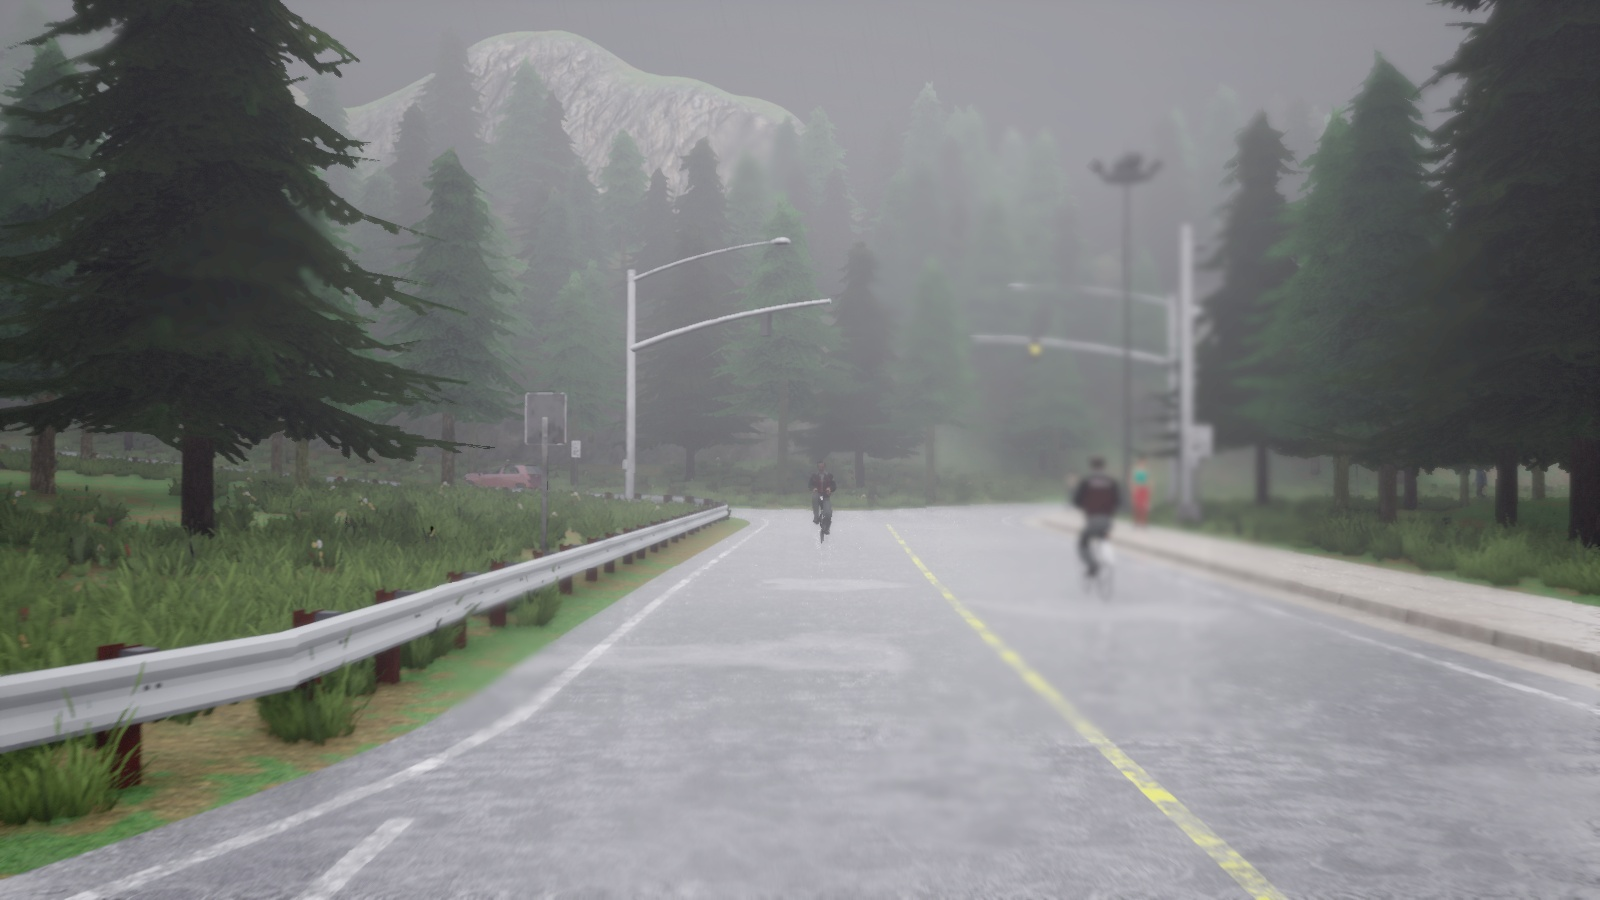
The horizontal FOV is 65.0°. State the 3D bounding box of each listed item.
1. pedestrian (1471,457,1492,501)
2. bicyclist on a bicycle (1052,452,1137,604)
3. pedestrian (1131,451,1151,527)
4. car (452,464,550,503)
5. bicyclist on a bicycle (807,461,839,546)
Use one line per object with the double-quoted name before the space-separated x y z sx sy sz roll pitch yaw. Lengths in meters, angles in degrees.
"pedestrian" 30.320 1.285 55.884 0.692 1.930 0.396 0 -1 -7
"bicyclist on a bicycle" 3.639 0.931 15.655 0.659 1.776 1.843 0 -1 1
"pedestrian" 8.297 0.952 30.579 0.345 1.836 0.594 0 -1 5
"car" -12.818 1.425 53.952 3.633 1.501 1.845 2 0 20
"bicyclist on a bicycle" 0.506 1.137 27.311 0.659 1.776 1.843 0 -1 2
